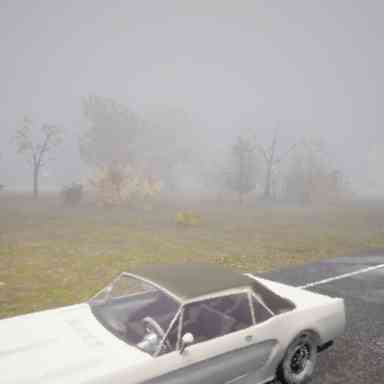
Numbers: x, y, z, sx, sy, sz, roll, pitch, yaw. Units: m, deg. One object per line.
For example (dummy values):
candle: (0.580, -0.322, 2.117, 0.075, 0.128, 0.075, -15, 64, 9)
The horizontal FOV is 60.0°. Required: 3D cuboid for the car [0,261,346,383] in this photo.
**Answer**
car: (-0.377, 1.602, 3.739, 4.718, 1.301, 1.895, 0, 0, -36)
